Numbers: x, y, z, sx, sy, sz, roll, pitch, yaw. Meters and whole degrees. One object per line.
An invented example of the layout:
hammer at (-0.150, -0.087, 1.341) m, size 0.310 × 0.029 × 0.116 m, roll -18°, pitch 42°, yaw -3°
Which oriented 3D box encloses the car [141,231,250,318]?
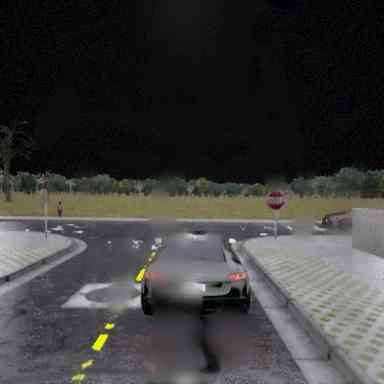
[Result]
car at (0.087, 1.561, 7.537) m, size 1.994 × 1.385 × 4.181 m, roll 0°, pitch 0°, yaw 1°

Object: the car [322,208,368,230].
car at (10.762, 1.720, 21.711) m, size 4.181 × 1.385 × 1.994 m, roll 1°, pitch 0°, yaw -1°

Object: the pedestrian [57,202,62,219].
pedestrian at (-9.719, 0.993, 24.448) m, size 0.375 × 1.860 × 0.375 m, roll 0°, pitch -1°, yaw 0°
